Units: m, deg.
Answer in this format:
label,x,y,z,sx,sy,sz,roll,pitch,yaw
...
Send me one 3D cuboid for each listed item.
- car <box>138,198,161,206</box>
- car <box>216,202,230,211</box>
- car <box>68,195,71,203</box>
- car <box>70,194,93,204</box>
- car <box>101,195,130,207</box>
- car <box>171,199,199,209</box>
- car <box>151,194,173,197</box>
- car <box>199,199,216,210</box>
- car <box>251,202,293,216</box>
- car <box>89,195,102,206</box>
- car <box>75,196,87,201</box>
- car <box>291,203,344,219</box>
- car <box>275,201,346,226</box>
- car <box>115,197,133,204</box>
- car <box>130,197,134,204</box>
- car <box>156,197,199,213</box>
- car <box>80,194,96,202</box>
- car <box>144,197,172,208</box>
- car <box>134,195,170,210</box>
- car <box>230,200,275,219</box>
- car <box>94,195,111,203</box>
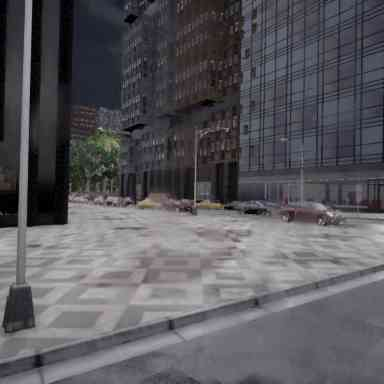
label,x,y,z,sx,sy,sz,roll,pitch,yaw
car,-7.434,1.722,58.018,2.008,1.369,4.403,2,-1,-36
car,5.316,1.727,40.154,1.947,1.339,4.313,2,-1,-36
car,-23.937,1.387,66.476,1.967,1.590,4.097,2,-1,-36
car,-20.652,1.473,61.870,1.752,1.417,4.829,2,-1,-36
car,-11.185,1.387,48.609,1.967,1.590,4.097,2,-1,-36
car,-1.058,1.719,49.086,2.008,1.369,4.403,2,-1,-36
car,-3.580,1.236,42.566,2.150,2.045,5.566,2,-1,-35
car,2.031,1.690,44.759,1.752,1.417,4.829,2,-1,-36
car,8.503,1.740,35.688,1.802,1.307,4.206,2,-1,-36
car,-14.376,1.530,53.073,1.802,1.307,4.206,2,-1,-36
car,-29.844,1.695,89.419,1.752,1.417,4.829,2,-1,-36
car,11.691,1.721,31.222,1.947,1.339,4.313,2,-1,-36
car,7.925,1.368,21.835,1.967,1.590,4.097,2,-1,-37
car,-13.809,1.737,66.950,1.947,1.339,4.313,2,-1,-36
car,-11.302,1.625,58.686,1.812,1.442,4.674,2,-1,-36
car,-1.623,1.482,35.207,1.887,1.381,4.507,2,-1,-36
car,-26.553,1.485,84.818,2.192,1.841,5.009,2,-1,-36
car,-5.224,1.590,50.243,2.128,1.511,4.902,2,-1,-35
car,-4.712,1.466,39.535,1.752,1.417,4.829,2,-1,-36
car,5.978,1.495,29.143,2.128,1.511,4.902,2,-1,-36
car,-20.356,1.514,75.487,2.097,1.767,4.553,2,-1,-36
